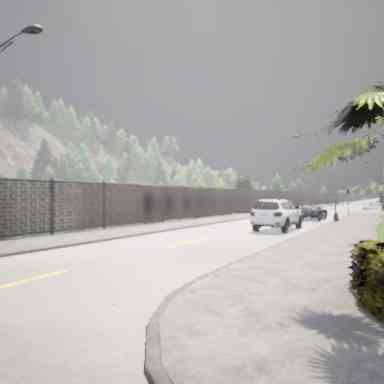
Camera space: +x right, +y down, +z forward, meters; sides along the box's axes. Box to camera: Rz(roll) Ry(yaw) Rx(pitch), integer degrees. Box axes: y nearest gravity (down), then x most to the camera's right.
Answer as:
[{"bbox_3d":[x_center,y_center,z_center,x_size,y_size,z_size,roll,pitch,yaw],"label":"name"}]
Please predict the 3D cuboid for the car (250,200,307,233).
[{"bbox_3d":[5.683,1.521,22.126,2.150,2.045,5.566,-1,-1,32],"label":"car"}]

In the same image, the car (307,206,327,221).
[{"bbox_3d":[11.860,2.023,32.352,1.895,1.301,4.718,-1,-1,31],"label":"car"}]
